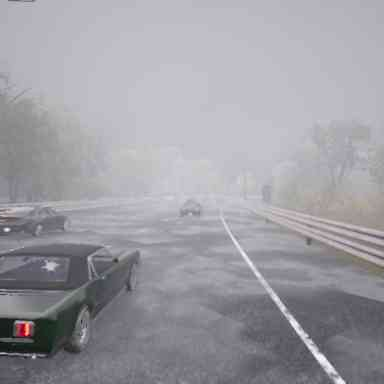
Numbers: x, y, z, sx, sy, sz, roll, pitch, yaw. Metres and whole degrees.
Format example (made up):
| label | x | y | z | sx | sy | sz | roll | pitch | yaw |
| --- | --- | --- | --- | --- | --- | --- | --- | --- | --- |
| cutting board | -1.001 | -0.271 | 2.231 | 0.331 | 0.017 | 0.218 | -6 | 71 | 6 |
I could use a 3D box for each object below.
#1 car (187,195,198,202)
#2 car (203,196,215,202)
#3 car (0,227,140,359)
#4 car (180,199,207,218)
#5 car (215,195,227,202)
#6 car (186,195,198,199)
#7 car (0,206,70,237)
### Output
| label | x | y | z | sx | sy | sz | roll | pitch | yaw |
| --- | --- | --- | --- | --- | --- | --- | --- | --- | --- |
| car | 0.170 | 1.521 | 80.940 | 2.097 | 1.767 | 4.553 | 0 | 0 | 10 |
| car | 3.815 | 1.733 | 81.462 | 1.994 | 1.385 | 4.181 | 0 | 0 | 10 |
| car | -2.330 | 1.604 | 6.122 | 1.895 | 1.301 | 4.718 | 0 | 0 | 5 |
| car | 0.098 | 1.658 | 31.492 | 1.895 | 1.301 | 4.718 | 0 | 0 | 6 |
| car | 7.452 | 1.748 | 81.934 | 1.994 | 1.385 | 4.181 | 0 | 0 | 10 |
| car | -0.101 | 1.613 | 57.131 | 1.837 | 1.490 | 4.892 | 0 | 0 | 8 |
| car | -8.315 | 1.505 | 17.849 | 1.837 | 1.490 | 4.892 | 0 | 0 | 5 |
